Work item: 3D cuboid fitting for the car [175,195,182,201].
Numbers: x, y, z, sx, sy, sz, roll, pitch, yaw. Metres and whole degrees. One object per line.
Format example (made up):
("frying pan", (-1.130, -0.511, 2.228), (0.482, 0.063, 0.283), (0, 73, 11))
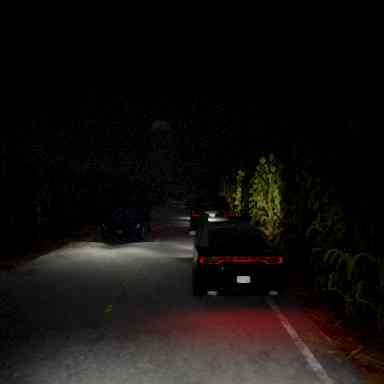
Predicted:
("car", (-3.134, 1.545, 80.986), (2.033, 1.411, 5.357), (0, 0, 1))

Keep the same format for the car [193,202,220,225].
("car", (0.970, 1.525, 24.669), (1.812, 1.442, 4.674), (0, 0, 0))

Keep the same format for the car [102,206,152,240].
("car", (-3.193, 1.477, 17.128), (1.882, 1.535, 5.008), (0, 0, 0))

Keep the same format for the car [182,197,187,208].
("car", (0.035, 1.546, 46.761), (2.033, 1.411, 5.357), (0, 0, 1))

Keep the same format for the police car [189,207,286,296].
("police car", (0.963, 1.425, 8.779), (1.930, 1.638, 5.238), (0, 0, 0))

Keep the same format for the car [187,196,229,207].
("car", (0.968, 1.220, 18.699), (2.150, 2.045, 5.566), (0, 0, 0))
